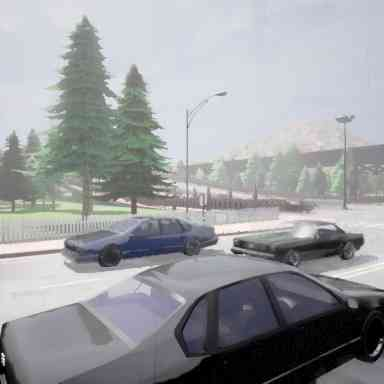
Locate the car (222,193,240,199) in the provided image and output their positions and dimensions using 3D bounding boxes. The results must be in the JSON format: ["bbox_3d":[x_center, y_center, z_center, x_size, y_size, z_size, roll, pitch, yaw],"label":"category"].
[{"bbox_3d":[5.997,1.030,54.973,2.097,1.767,4.553,0,3,-37],"label":"car"}]

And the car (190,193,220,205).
[{"bbox_3d":[2.061,1.061,54.376,2.128,1.511,4.902,0,4,-37],"label":"car"}]

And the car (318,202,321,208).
[{"bbox_3d":[14.453,1.483,43.825,2.128,1.511,4.902,0,0,-37],"label":"car"}]

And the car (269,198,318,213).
[{"bbox_3d":[11.007,1.600,36.723,1.895,1.301,4.718,0,0,-36],"label":"car"}]

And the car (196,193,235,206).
[{"bbox_3d":[3.247,1.361,47.004,2.128,1.511,4.902,0,2,-37],"label":"car"}]

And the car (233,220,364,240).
[{"bbox_3d":[3.503,1.601,10.768,4.718,1.301,1.895,0,0,-35],"label":"car"}]

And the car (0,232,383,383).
[{"bbox_3d":[0.551,1.547,4.139,5.357,1.411,2.033,0,0,-35],"label":"car"}]

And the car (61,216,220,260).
[{"bbox_3d":[-1.553,1.547,11.468,5.357,1.411,2.033,0,0,-35],"label":"car"}]
